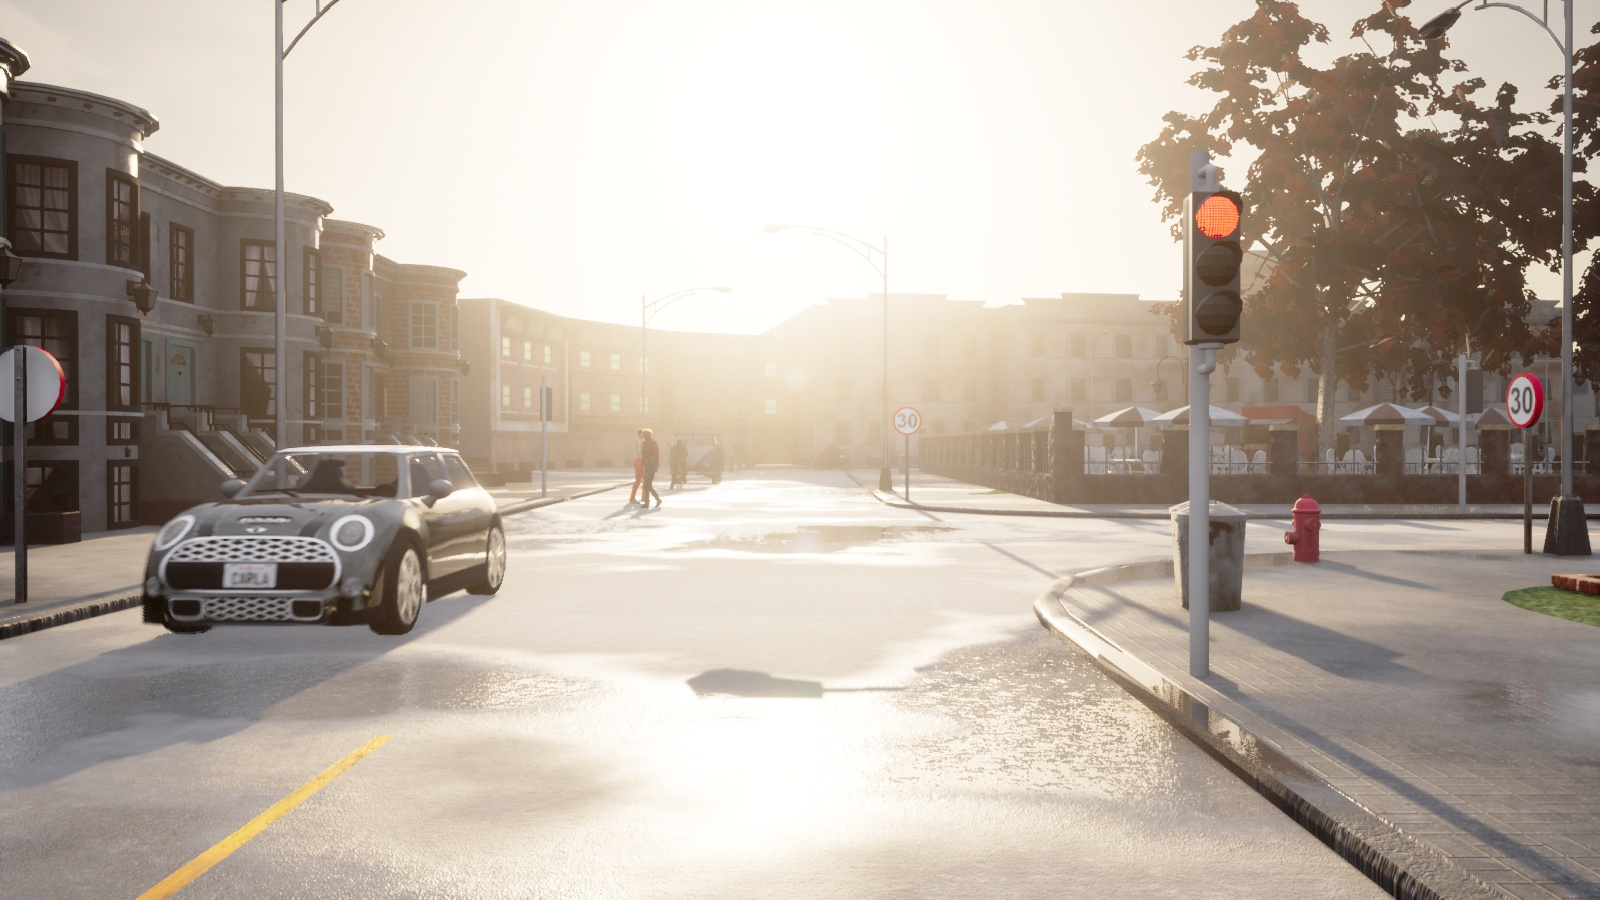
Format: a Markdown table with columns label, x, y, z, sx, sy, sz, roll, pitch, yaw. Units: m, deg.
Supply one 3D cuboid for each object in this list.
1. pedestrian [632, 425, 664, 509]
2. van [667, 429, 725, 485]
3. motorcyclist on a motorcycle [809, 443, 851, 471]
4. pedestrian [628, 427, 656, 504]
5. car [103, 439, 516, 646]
| label | x | y | z | sx | sy | sz | roll | pitch | yaw |
| --- | --- | --- | --- | --- | --- | --- | --- | --- | --- |
| pedestrian | -3.387 | 0.378 | 28.068 | 0.636 | 1.846 | 0.331 | 0 | 0 | -41 |
| van | -3.846 | 0.230 | 47.095 | 1.775 | 1.987 | 4.442 | 0 | 0 | 0 |
| motorcyclist on a motorcycle | 1.677 | 0.388 | 70.214 | 2.191 | 1.530 | 0.866 | 0 | 2 | -24 |
| pedestrian | -3.821 | 0.364 | 30.302 | 0.594 | 1.836 | 0.345 | 0 | 0 | 10 |
| car | -3.932 | 0.647 | 10.856 | 1.970 | 1.475 | 3.806 | 0 | 0 | 2 |
